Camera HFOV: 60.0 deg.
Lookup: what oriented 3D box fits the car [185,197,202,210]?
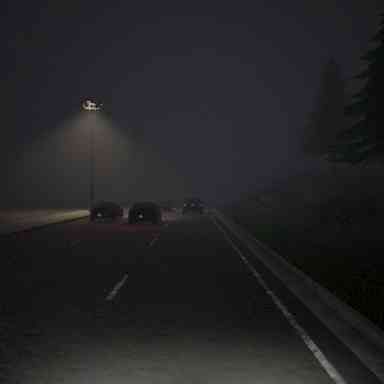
[{"bbox_3d":[0.271,1.491,44.577,2.128,1.511,4.902,0,0,2],"label":"car"}]

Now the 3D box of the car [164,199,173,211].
[{"bbox_3d":[-3.353,1.547,40.277,2.033,1.411,5.357,0,0,1],"label":"car"}]

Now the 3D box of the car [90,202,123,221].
[{"bbox_3d":[-6.897,1.525,27.101,1.812,1.442,4.674,0,0,0],"label":"car"}]

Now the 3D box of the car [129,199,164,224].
[{"bbox_3d":[-3.398,1.477,24.566,1.882,1.535,5.008,0,0,0],"label":"car"}]

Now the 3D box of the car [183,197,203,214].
[{"bbox_3d":[0.101,1.352,35.366,2.097,1.767,4.553,0,0,0],"label":"car"}]
